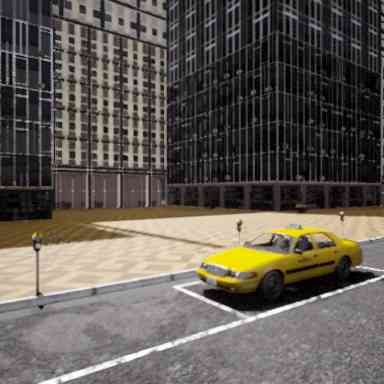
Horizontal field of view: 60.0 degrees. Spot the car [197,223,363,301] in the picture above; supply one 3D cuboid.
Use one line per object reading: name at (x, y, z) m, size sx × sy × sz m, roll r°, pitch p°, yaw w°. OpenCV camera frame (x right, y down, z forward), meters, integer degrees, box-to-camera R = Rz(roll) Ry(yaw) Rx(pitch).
car at (2.369, 1.497, 8.248) m, size 4.829 × 1.417 × 1.752 m, roll 0°, pitch 0°, yaw -35°
